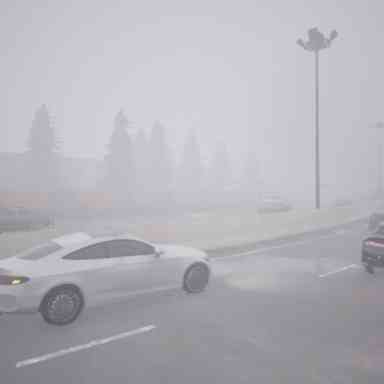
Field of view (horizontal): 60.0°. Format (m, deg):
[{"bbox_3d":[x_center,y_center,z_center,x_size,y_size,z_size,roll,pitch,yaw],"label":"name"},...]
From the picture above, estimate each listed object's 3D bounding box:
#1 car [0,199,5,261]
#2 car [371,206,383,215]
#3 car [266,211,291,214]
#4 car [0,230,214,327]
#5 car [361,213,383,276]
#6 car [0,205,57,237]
[{"bbox_3d":[-9.174,1.287,10.443,5.566,2.045,2.150,0,0,-35],"label":"car"},{"bbox_3d":[11.742,1.499,19.394,1.812,1.442,4.674,0,0,43],"label":"car"},{"bbox_3d":[7.946,1.537,31.326,1.812,1.442,4.674,0,0,38],"label":"car"},{"bbox_3d":[-1.672,1.547,7.080,4.674,1.442,1.812,0,0,-37],"label":"car"},{"bbox_3d":[6.449,1.475,9.275,4.902,1.511,2.128,0,0,-41],"label":"car"},{"bbox_3d":[-10.315,1.575,18.298,4.902,1.511,2.128,0,0,-38],"label":"car"}]
